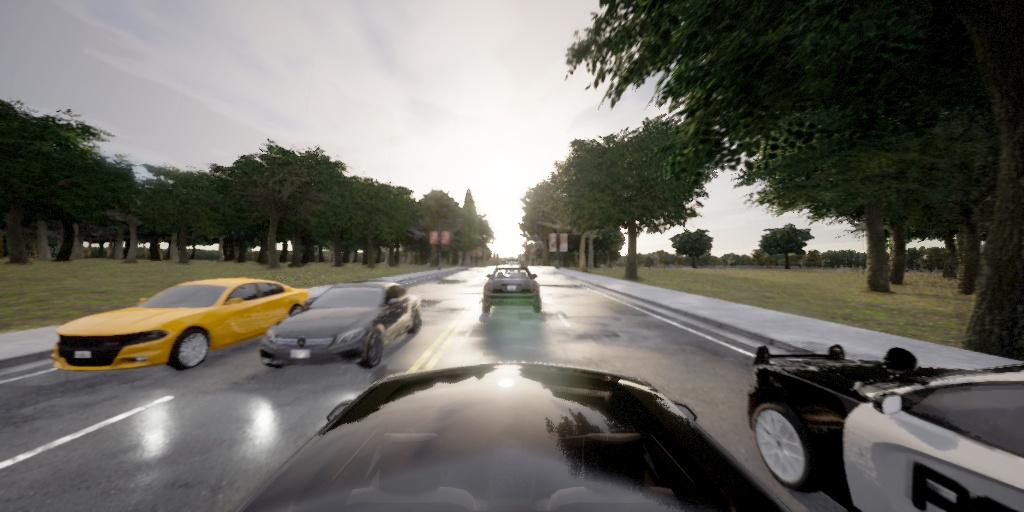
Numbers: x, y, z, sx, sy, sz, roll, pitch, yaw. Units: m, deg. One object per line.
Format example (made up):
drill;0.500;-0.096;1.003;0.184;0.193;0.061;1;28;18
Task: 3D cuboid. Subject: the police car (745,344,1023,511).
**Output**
police car;3.250;1.173;1.649;1.930;1.638;5.238;0;0;0

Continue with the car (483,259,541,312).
car;-0.008;1.152;14.715;2.097;1.767;4.553;0;0;0

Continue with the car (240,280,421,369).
car;-3.346;1.298;8.003;1.812;1.442;4.674;0;0;0

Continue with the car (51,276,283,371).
car;-6.596;1.250;8.009;1.882;1.535;5.008;0;0;0
